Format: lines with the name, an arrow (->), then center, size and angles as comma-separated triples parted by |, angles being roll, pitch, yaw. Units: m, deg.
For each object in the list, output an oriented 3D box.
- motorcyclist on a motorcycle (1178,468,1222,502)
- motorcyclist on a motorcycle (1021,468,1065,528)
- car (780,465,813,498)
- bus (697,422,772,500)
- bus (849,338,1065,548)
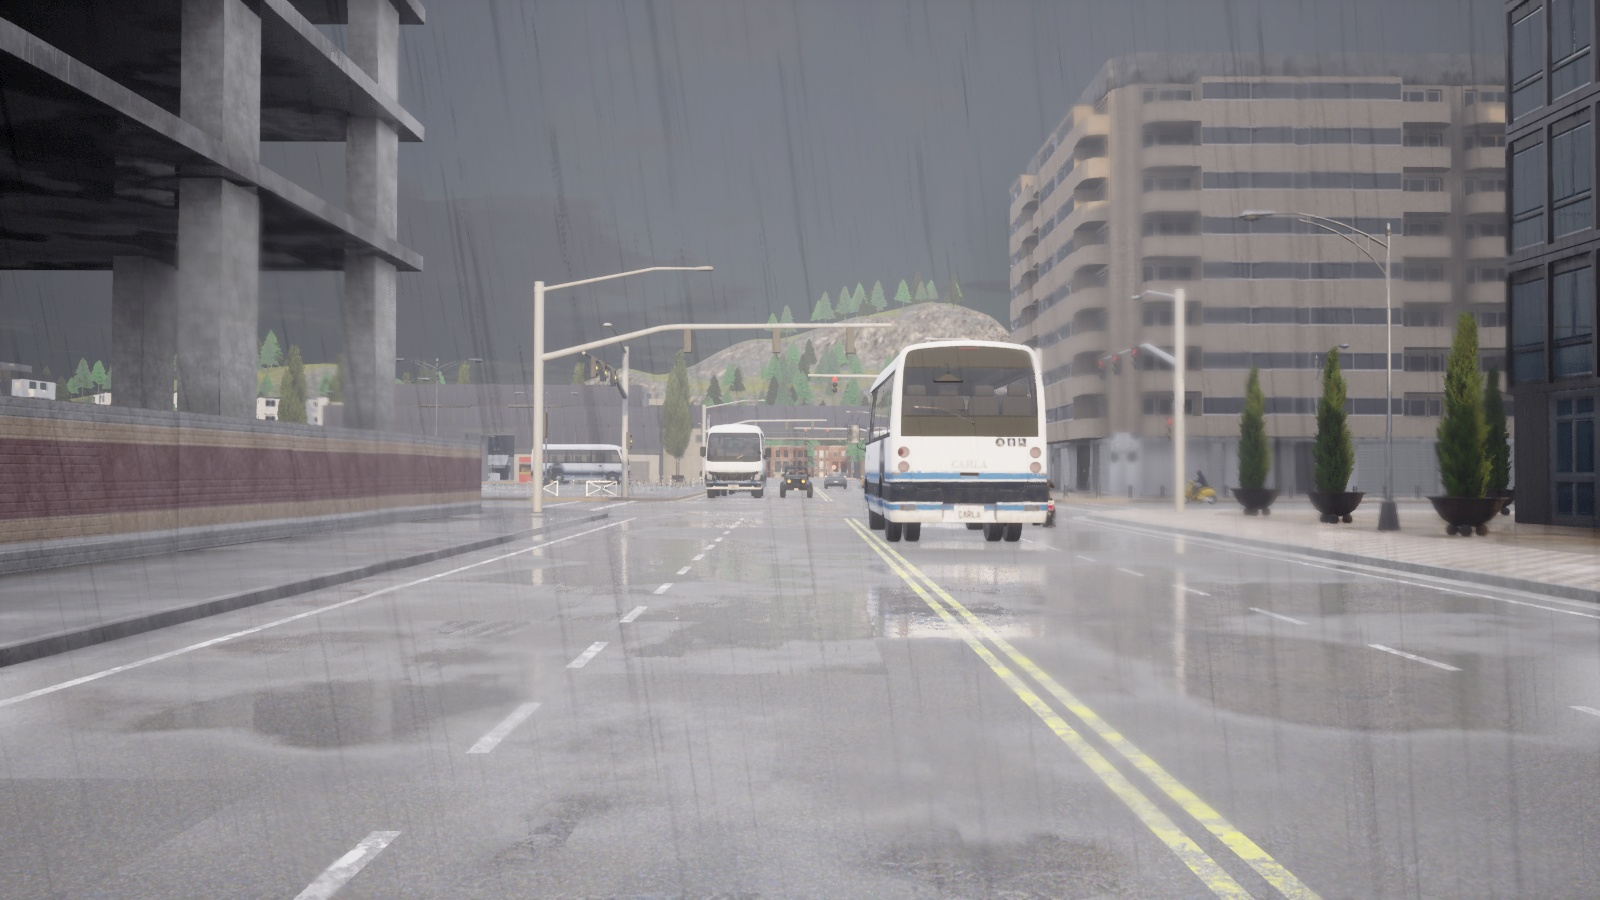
motorcyclist on a motorcycle -> 18.928, 1.633, 59.455 | 1.817, 1.590, 0.866 | 0, -1, -1
motorcyclist on a motorcycle -> 6.902, 1.336, 35.735 | 0.766, 1.649, 2.350 | 0, -1, 0
car -> -0.204, 1.853, 74.108 | 1.905, 1.878, 3.866 | 0, -1, 0
bus -> -3.709, 0.698, 74.342 | 3.944, 4.253, 10.273 | 0, -1, 0
bus -> 3.410, -0.060, 30.769 | 3.944, 4.253, 10.273 | 0, -1, 0
